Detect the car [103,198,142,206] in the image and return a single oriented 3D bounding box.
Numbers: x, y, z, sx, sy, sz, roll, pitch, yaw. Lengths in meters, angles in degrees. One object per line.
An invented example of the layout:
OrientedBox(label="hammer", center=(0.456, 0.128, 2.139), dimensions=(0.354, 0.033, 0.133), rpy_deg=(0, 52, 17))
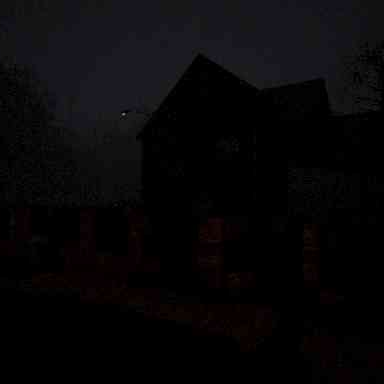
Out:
OrientedBox(label="car", center=(-7.279, 1.447, 35.715), dimensions=(2.097, 1.767, 4.553), rpy_deg=(0, 0, 35))
